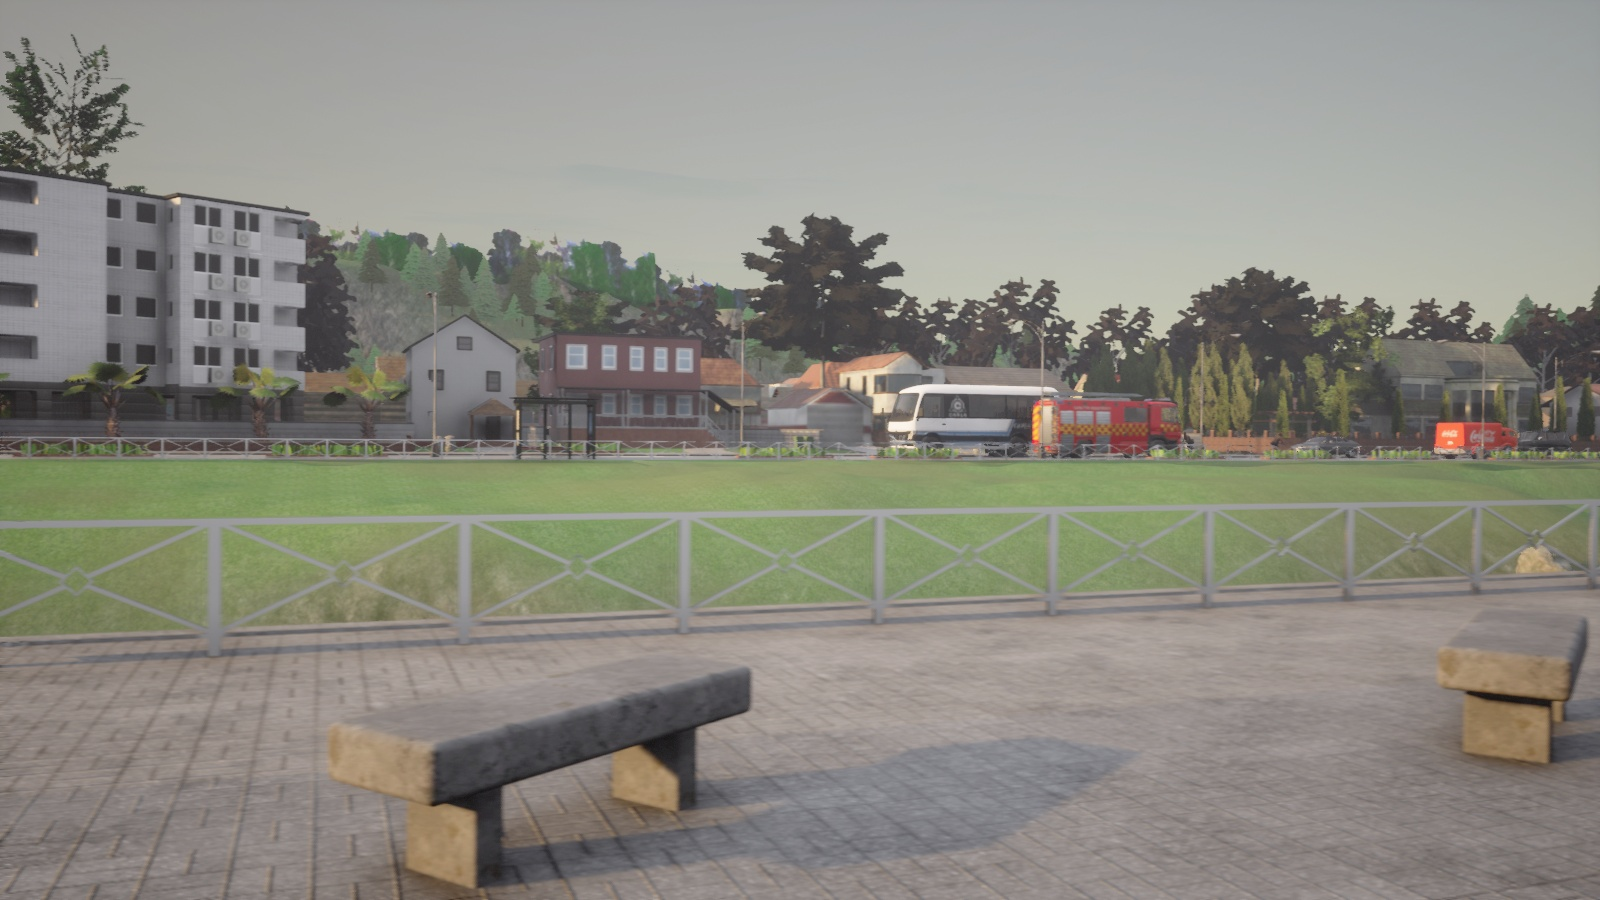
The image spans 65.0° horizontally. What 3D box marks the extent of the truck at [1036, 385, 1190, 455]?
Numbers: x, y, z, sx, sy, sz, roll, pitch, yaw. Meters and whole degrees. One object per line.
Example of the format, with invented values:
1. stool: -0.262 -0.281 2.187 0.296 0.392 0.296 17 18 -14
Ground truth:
1. truck: 18.026 -1.738 72.321 8.468 3.827 2.891 -1 1 -21

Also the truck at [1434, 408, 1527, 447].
1. truck: 44.666 -1.513 82.436 5.204 2.467 2.627 -1 1 -21

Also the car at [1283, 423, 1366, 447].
1. car: 34.631 -0.969 82.913 4.902 1.511 2.128 -1 1 -21

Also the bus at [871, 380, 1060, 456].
1. bus: 9.671 -1.878 73.427 10.273 4.253 3.944 -1 1 -21
